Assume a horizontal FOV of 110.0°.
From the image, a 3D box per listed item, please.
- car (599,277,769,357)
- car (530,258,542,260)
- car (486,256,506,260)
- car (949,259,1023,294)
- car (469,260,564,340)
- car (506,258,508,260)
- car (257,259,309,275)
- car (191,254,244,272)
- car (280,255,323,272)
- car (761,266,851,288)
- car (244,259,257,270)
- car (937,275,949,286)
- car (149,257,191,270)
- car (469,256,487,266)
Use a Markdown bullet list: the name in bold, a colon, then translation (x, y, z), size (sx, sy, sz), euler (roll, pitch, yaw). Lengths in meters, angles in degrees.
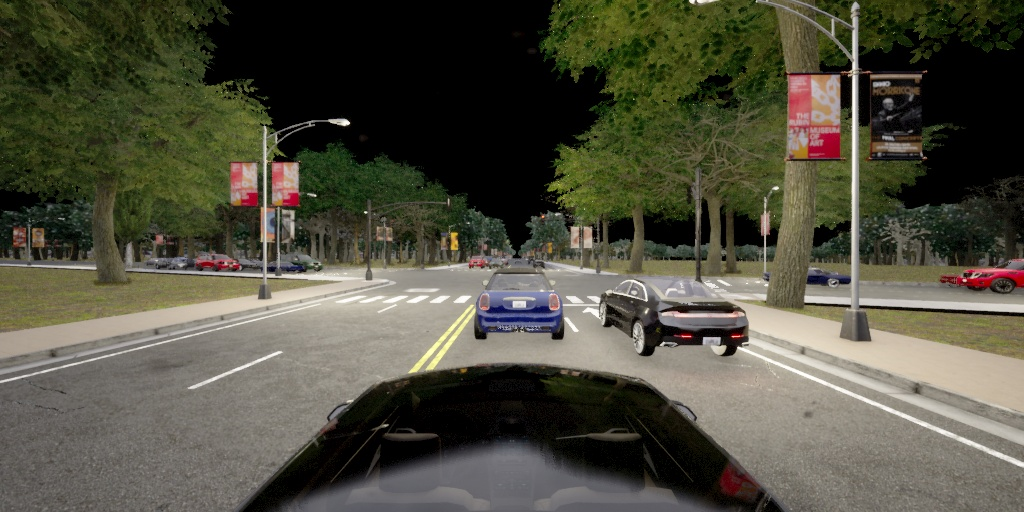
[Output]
- **car**: translation (3.429, 1.241, 8.562), size (2.128, 1.511, 4.902), euler (0, 0, 0)
- **car**: translation (4.352, 1.262, 59.677), size (1.837, 1.490, 4.892), euler (0, 0, 1)
- **car**: translation (-2.397, 1.108, 55.895), size (2.097, 1.767, 4.553), euler (0, 0, 1)
- **car**: translation (30.130, 1.159, 20.728), size (5.566, 2.045, 2.150), euler (0, 0, 24)
- **car**: translation (0.192, 1.102, 10.150), size (2.097, 1.767, 4.553), euler (0, 0, 1)
- **car**: translation (-2.205, 1.359, 64.886), size (1.895, 1.301, 4.718), euler (0, 0, 1)
- **car**: translation (-23.938, 1.236, 37.494), size (4.718, 1.301, 1.895), euler (0, 0, 25)
- **car**: translation (-34.865, 0.799, 42.402), size (5.566, 2.045, 2.150), euler (0, 0, 24)
- **car**: translation (-24.390, 0.849, 41.291), size (5.566, 2.045, 2.150), euler (0, 0, 24)
- **car**: translation (20.395, 1.478, 25.071), size (4.718, 1.301, 1.895), euler (0, 0, 24)
- **car**: translation (-34.650, 1.075, 45.876), size (4.892, 1.490, 1.837), euler (0, 0, 24)
- **car**: translation (31.739, 1.539, 23.571), size (4.718, 1.301, 1.895), euler (0, 0, 24)
- **car**: translation (-44.292, 1.021, 46.627), size (4.902, 1.511, 2.128), euler (0, 0, 24)
- **car**: translation (-5.626, 0.978, 57.962), size (2.150, 2.045, 5.566), euler (0, 0, 1)
